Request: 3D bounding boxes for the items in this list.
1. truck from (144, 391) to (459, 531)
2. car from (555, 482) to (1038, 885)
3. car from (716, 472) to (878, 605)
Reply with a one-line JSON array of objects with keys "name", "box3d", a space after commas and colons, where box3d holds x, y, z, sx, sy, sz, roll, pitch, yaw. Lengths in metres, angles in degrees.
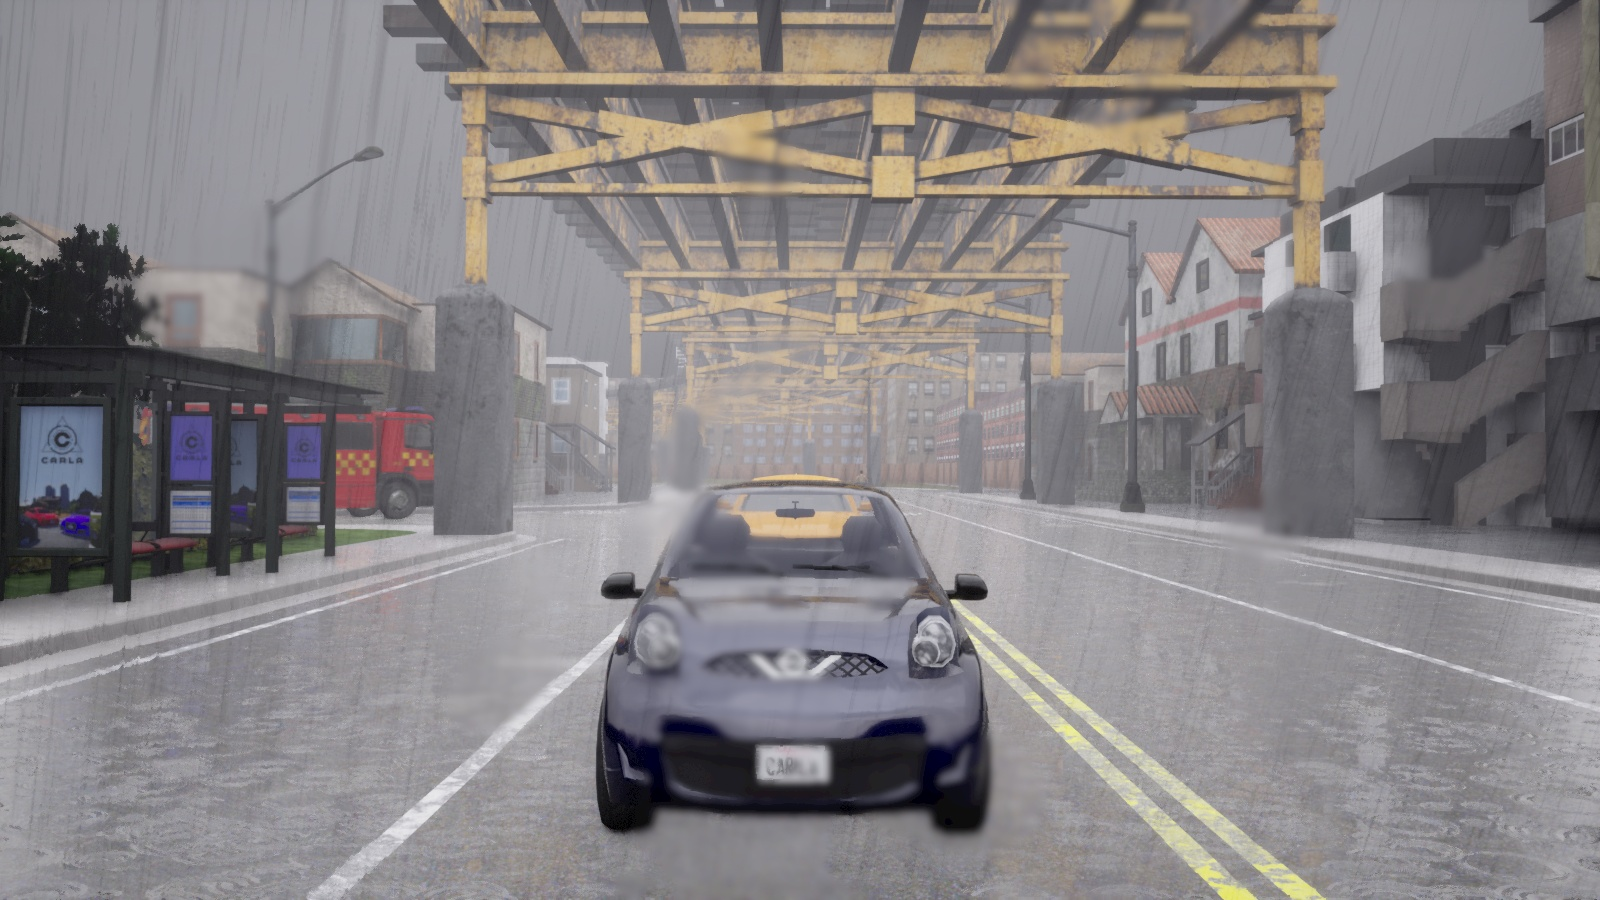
[{"name": "truck", "box3d": [-15.009, 0.355, 38.410, 8.468, 3.827, 2.891, 1, -1, -44]}, {"name": "car", "box3d": [-0.018, 0.940, 6.628, 1.845, 1.501, 3.633, 0, -1, 0]}, {"name": "car", "box3d": [-0.047, 1.080, 17.145, 1.882, 1.535, 5.008, 0, -1, 0]}]
